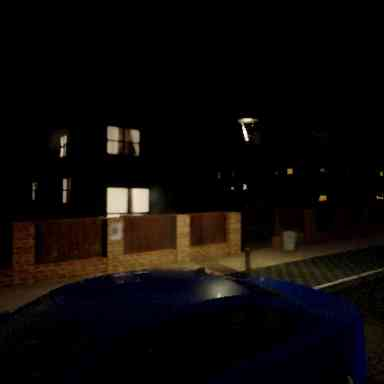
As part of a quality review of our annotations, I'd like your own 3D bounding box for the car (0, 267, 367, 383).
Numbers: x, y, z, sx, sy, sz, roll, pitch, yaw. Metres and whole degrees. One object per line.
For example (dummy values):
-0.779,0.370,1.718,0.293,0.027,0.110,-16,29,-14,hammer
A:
-0.598,1.478,2.642,5.008,1.535,1.882,0,0,-36,car
